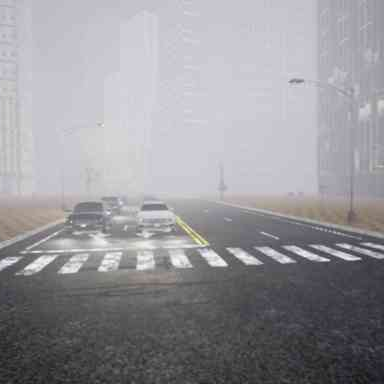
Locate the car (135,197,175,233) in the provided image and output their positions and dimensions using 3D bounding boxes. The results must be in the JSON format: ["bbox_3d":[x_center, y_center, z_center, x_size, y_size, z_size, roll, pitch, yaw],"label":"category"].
[{"bbox_3d":[-2.023,1.221,17.602,1.812,1.442,4.674,-1,1,-10],"label":"car"}]

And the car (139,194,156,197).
[{"bbox_3d":[-3.579,1.065,27.929,2.033,1.411,5.357,-1,1,-8],"label":"car"}]

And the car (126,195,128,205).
[{"bbox_3d":[-9.025,0.912,41.923,1.895,1.301,4.718,-1,1,-9],"label":"car"}]

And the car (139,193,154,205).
[{"bbox_3d":[-5.973,0.851,43.351,1.895,1.301,4.718,-1,1,-9],"label":"car"}]

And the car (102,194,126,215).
[{"bbox_3d":[-6.823,1.064,27.642,1.837,1.490,4.892,-1,1,-8],"label":"car"}]

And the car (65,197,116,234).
[{"bbox_3d":[-5.289,1.238,17.485,1.837,1.490,4.892,-1,1,-8],"label":"car"}]
